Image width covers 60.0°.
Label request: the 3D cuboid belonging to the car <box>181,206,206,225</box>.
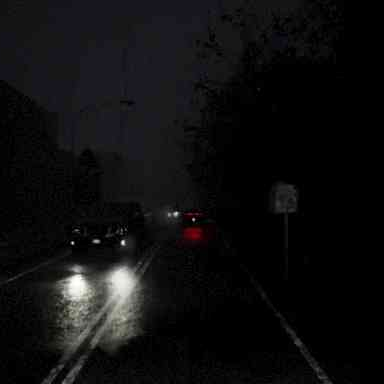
[{"bbox_3d":[0.139,1.973,28.683,1.837,1.490,4.892,0,-1,0],"label":"car"}]

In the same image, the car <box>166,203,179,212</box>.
[{"bbox_3d":[-3.182,2.544,56.067,2.128,1.511,4.902,0,-1,1],"label":"car"}]

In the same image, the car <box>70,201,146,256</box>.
[{"bbox_3d":[-3.341,1.413,14.393,2.150,2.045,5.566,0,-1,0],"label":"car"}]
